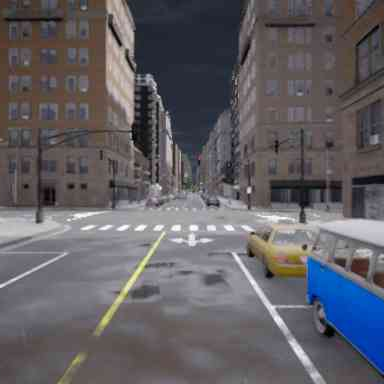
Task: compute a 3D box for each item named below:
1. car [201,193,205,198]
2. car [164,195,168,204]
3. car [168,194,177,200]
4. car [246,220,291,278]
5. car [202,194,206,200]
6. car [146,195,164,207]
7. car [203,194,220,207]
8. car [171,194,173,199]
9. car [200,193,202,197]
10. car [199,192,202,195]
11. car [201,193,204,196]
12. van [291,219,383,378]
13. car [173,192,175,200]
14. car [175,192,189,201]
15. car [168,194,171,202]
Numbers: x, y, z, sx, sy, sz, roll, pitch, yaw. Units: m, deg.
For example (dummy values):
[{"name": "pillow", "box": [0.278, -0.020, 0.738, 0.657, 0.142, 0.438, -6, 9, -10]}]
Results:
[{"name": "car", "box": [3.138, 1.353, 58.383, 2.008, 1.369, 4.403, 1, 0, 1]}, {"name": "car", "box": [-5.458, 1.389, 52.957, 1.947, 1.339, 4.313, 1, 0, 1]}, {"name": "car", "box": [-5.030, 1.269, 86.130, 1.947, 1.339, 4.313, 1, 0, 1]}, {"name": "car", "box": [2.677, 1.493, 9.829, 1.752, 1.417, 4.829, 1, 0, 0]}, {"name": "car", "box": [3.068, 1.367, 52.853, 1.887, 1.381, 4.507, 1, 0, 1]}, {"name": "car", "box": [-5.529, 1.424, 47.429, 1.802, 1.307, 4.206, 1, 0, 1]}, {"name": "car", "box": [2.996, 1.407, 47.323, 1.947, 1.339, 4.313, 1, 0, 1]}, {"name": "car", "box": [-5.315, 1.328, 64.015, 1.887, 1.381, 4.507, 1, 0, 1]}, {"name": "car", "box": [3.352, 1.309, 74.974, 1.947, 1.339, 4.313, 1, 0, 1]}, {"name": "car", "box": [3.495, 1.253, 86.034, 2.008, 1.369, 4.403, 1, 0, 1]}, {"name": "car", "box": [3.210, 1.328, 63.913, 1.887, 1.381, 4.507, 1, 0, 1]}, {"name": "van", "box": [2.679, 1.328, 3.985, 1.690, 1.788, 3.998, 1, 0, 0]}, {"name": "car", "box": [-5.103, 1.250, 80.432, 1.752, 1.417, 4.829, 1, 0, 1]}, {"name": "car", "box": [-2.294, 1.091, 77.267, 2.097, 1.767, 4.553, 0, 0, 1]}, {"name": "car", "box": [-5.386, 1.354, 58.486, 2.008, 1.369, 4.403, 1, 0, 1]}]
